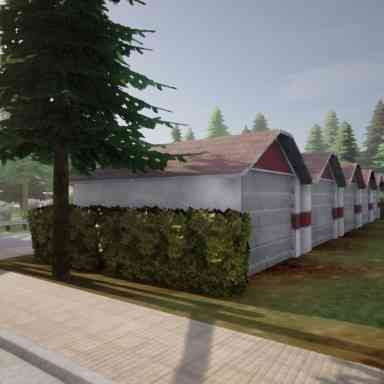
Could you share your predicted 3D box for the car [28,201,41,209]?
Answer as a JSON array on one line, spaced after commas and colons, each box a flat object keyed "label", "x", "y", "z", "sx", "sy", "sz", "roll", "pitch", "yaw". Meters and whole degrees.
[{"label": "car", "x": -24.331, "y": 2.305, "z": 53.888, "sx": 2.097, "sy": 1.767, "sz": 4.553, "roll": -1, "pitch": -1, "yaw": 36}]
